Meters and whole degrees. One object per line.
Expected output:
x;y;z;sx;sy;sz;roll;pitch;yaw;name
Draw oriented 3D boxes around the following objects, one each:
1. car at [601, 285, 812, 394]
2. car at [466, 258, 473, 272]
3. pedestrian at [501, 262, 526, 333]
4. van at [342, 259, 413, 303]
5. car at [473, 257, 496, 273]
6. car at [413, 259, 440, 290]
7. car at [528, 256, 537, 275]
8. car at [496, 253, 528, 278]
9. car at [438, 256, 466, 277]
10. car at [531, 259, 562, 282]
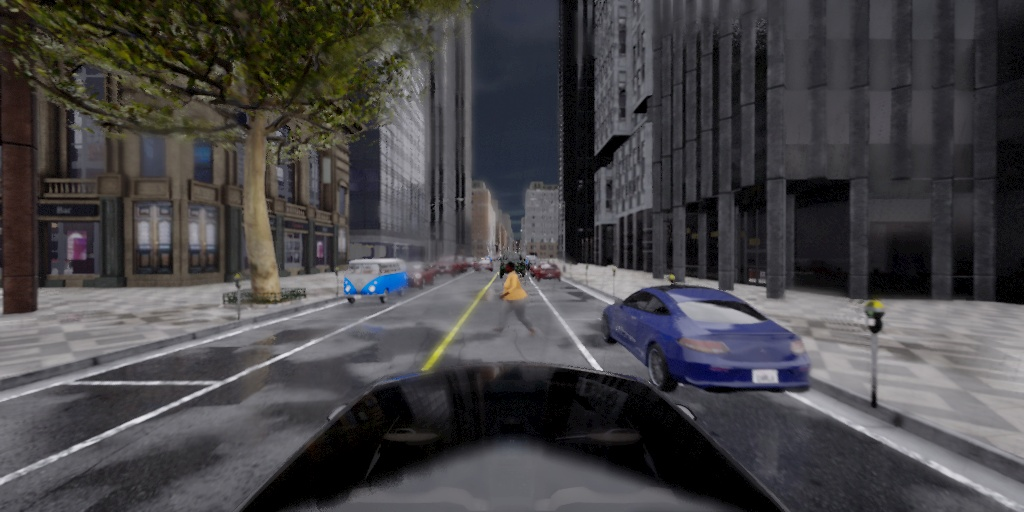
3.000;1.248;6.551;1.812;1.442;4.674;0;0;0;car
-5.860;0.891;38.275;2.192;1.841;5.009;0;0;0;car
0.031;1.004;8.592;0.375;1.860;0.375;0;0;-15;pedestrian
-5.859;1.018;15.718;1.690;1.789;3.998;0;0;0;van
-3.095;1.092;40.557;1.812;1.442;4.674;0;0;0;car
-5.859;1.092;21.357;1.967;1.591;4.097;0;0;0;car
2.666;1.041;32.623;1.967;1.591;4.097;0;0;0;car
0.067;0.821;31.627;2.150;2.045;5.566;0;-1;1;car
-5.860;0.916;32.637;2.192;1.841;5.009;0;0;0;car
2.666;1.172;26.985;1.888;1.381;4.507;0;0;0;car
